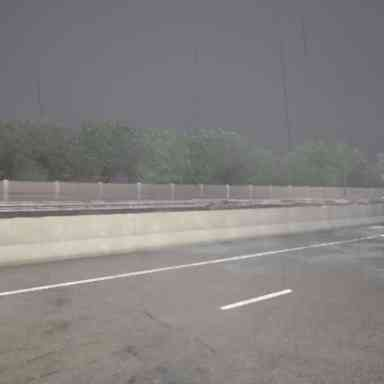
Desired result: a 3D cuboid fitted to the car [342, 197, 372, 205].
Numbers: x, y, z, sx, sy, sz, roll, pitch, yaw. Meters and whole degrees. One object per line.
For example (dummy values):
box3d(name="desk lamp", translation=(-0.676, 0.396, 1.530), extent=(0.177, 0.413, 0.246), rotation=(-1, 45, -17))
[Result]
box3d(name="car", translation=(19.276, 1.646, 39.283), extent=(5.357, 1.411, 2.033), rotation=(0, 0, -35))

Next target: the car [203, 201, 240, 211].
box3d(name="car", translation=(3.213, 1.624, 36.395), extent=(4.181, 1.385, 1.994), rotation=(0, 0, -36))

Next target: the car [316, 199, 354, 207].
box3d(name="car", translation=(12.298, 1.634, 29.987), extent=(4.181, 1.385, 1.994), rotation=(0, 0, -36))
